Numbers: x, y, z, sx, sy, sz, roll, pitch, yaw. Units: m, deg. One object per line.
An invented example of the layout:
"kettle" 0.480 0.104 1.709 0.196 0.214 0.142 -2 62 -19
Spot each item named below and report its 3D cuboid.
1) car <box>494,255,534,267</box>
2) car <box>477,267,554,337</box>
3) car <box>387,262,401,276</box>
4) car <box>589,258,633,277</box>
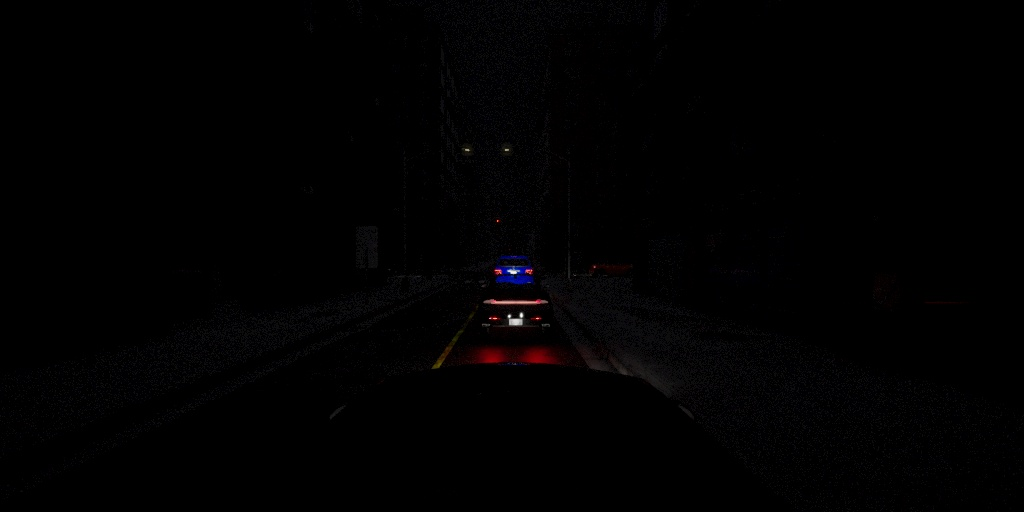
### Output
"car" 0.107 0.971 20.630 2.150 2.045 5.566 0 0 1
"car" 0.100 1.241 10.318 2.128 1.511 4.902 0 0 0
"car" -13.604 1.273 34.830 4.674 1.442 1.812 0 0 -1
"car" 9.894 1.115 34.707 4.553 1.767 2.097 0 0 0
